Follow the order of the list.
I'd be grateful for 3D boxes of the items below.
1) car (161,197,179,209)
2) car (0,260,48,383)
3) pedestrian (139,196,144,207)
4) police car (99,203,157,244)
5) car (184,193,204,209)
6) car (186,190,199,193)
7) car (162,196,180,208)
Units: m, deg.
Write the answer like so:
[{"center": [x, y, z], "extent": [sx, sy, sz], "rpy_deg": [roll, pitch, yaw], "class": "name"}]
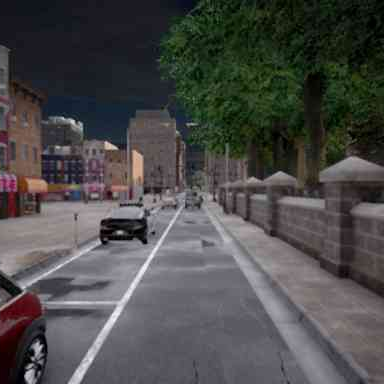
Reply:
[{"center": [-2.605, 1.293, 38.801], "extent": [1.802, 1.307, 4.206], "rpy_deg": [0, 0, 0], "class": "car"}, {"center": [-2.646, 1.423, 2.181], "extent": [1.967, 1.590, 4.097], "rpy_deg": [0, 0, 0], "class": "car"}, {"center": [-2.735, 1.158, 18.218], "extent": [0.375, 1.860, 0.375], "rpy_deg": [0, 0, 0], "class": "pedestrian"}, {"center": [-2.738, 1.312, 15.210], "extent": [1.930, 1.638, 5.238], "rpy_deg": [0, 0, 0], "class": "police car"}, {"center": [0.107, 1.196, 39.561], "extent": [2.128, 1.511, 4.902], "rpy_deg": [0, 0, 0], "class": "car"}, {"center": [0.244, 0.834, 52.117], "extent": [2.150, 2.045, 5.566], "rpy_deg": [0, 0, 9], "class": "car"}, {"center": [-2.602, 1.249, 42.463], "extent": [1.947, 1.339, 4.313], "rpy_deg": [0, 0, 0], "class": "car"}]
